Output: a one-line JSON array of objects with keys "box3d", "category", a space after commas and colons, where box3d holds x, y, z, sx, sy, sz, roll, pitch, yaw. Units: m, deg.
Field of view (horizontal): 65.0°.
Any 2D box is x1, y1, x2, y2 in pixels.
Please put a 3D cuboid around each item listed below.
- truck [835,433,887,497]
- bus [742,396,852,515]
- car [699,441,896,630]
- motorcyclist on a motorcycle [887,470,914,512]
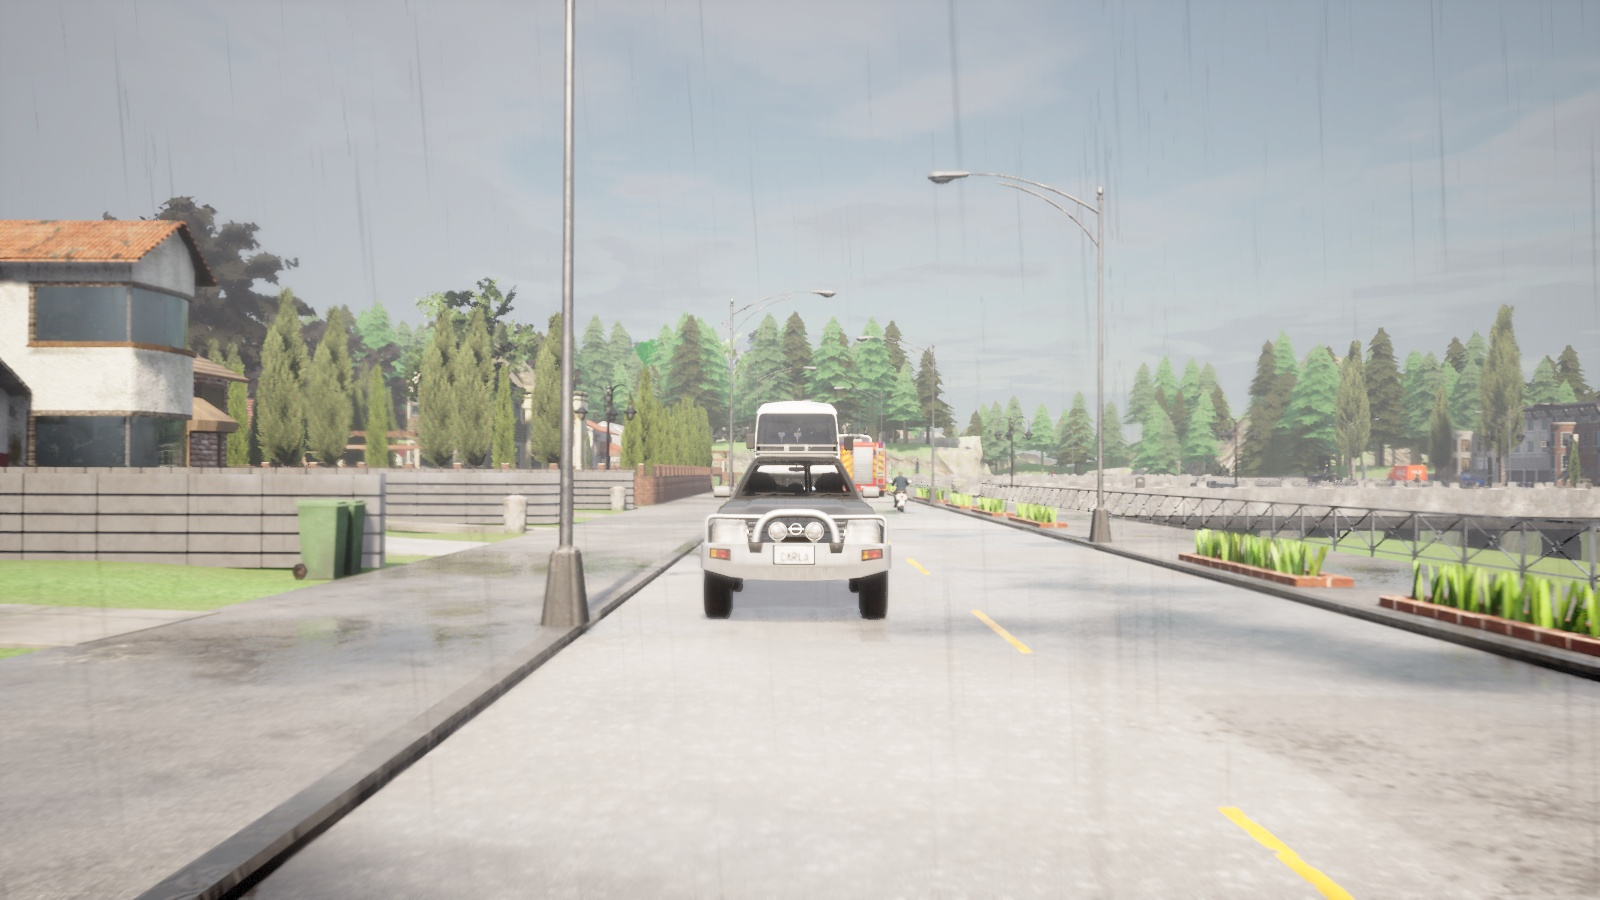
[{"box3d": [3.806, 0.984, 80.590, 2.891, 3.827, 8.468, 0, -1, 0], "category": "truck"}, {"box3d": [-0.124, 0.282, 50.370, 3.944, 4.253, 10.273, 0, -1, 0], "category": "bus"}, {"box3d": [-0.035, 0.877, 14.670, 1.932, 1.855, 4.605, 0, -1, 0], "category": "car"}, {"box3d": [3.886, 1.567, 48.641, 0.866, 1.590, 1.817, 0, -1, 0], "category": "motorcyclist on a motorcycle"}]
